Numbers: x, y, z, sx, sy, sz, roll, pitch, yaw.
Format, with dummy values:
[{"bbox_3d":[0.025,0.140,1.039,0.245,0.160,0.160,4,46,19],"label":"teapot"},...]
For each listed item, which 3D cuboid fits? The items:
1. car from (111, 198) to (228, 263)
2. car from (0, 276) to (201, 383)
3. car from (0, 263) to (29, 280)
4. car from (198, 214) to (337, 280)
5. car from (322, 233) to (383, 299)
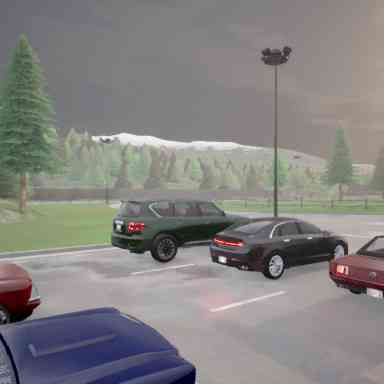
[{"bbox_3d":[-0.162,1.221,12.250,5.566,2.045,2.150,0,0,-35],"label":"car"},{"bbox_3d":[-2.217,1.601,2.166,4.718,1.301,1.895,0,0,-35],"label":"car"},{"bbox_3d":[-4.761,1.601,4.652,4.718,1.301,1.895,0,0,-35],"label":"car"},{"bbox_3d":[2.774,1.505,10.036,4.892,1.490,1.837,0,0,-35],"label":"car"},{"bbox_3d":[5.236,1.601,7.487,4.718,1.301,1.895,0,0,-35],"label":"car"}]
